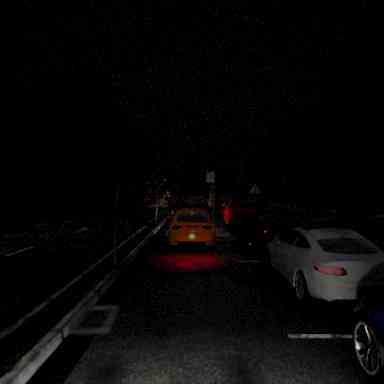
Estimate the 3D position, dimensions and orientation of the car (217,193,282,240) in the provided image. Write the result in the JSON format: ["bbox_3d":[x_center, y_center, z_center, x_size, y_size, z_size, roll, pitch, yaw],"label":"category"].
[{"bbox_3d":[3.051,1.219,19.056,2.435,2.045,5.566,0,0,0],"label":"car"}]

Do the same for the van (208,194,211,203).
[{"bbox_3d":[3.050,1.212,35.783,1.878,1.987,4.442,0,0,0],"label":"van"}]

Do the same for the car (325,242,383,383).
[{"bbox_3d":[3.049,1.506,2.416,2.163,1.488,4.792,0,0,0],"label":"car"}]

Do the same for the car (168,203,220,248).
[{"bbox_3d":[0.000,1.481,14.664,1.882,1.535,5.008,0,0,0],"label":"car"}]

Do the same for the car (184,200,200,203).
[{"bbox_3d":[0.000,1.490,29.672,1.837,1.490,4.892,0,0,0],"label":"car"}]

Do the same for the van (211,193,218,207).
[{"bbox_3d":[3.050,1.226,30.236,1.878,1.987,4.442,0,0,0],"label":"van"}]

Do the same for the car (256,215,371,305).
[{"bbox_3d":[3.051,1.518,7.932,2.002,1.452,4.674,0,0,0],"label":"car"}]
